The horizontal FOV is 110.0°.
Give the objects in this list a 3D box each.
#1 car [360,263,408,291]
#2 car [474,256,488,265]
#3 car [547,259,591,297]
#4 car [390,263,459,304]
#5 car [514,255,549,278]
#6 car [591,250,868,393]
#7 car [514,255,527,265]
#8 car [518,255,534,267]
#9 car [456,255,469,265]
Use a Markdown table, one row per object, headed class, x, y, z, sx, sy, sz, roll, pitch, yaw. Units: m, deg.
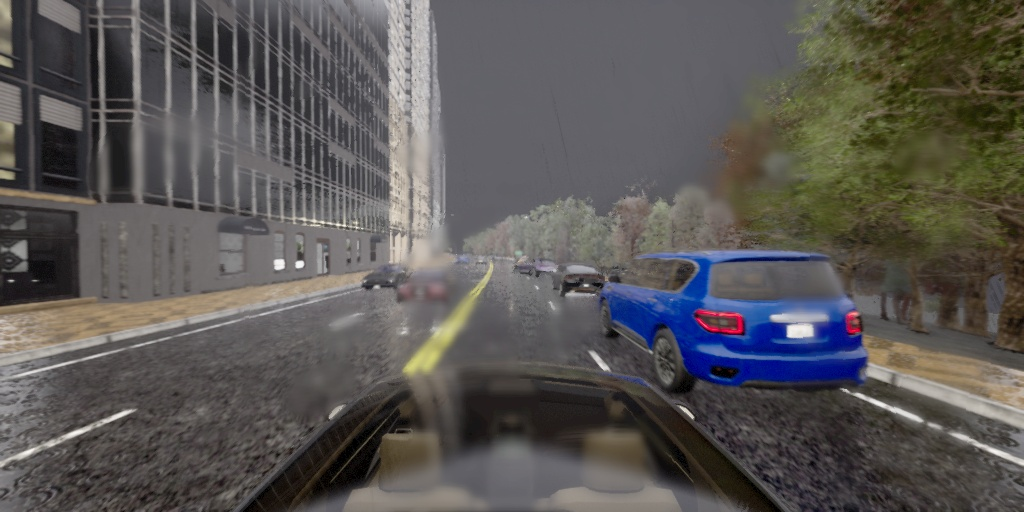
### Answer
| class | x | y | z | sx | sy | sz | roll | pitch | yaw |
| --- | --- | --- | --- | --- | --- | --- | --- | --- | --- |
| car | -6.786 | 1.128 | 20.558 | 2.033 | 1.411 | 5.357 | 0 | 1 | -1 |
| car | -4.965 | 0.692 | 58.084 | 2.128 | 1.511 | 4.902 | 0 | 1 | -3 |
| car | 3.121 | 1.070 | 17.757 | 1.882 | 1.535 | 5.008 | 0 | 1 | -1 |
| car | -3.454 | 1.189 | 15.396 | 1.994 | 1.385 | 4.181 | 0 | 1 | -1 |
| car | 1.932 | 0.903 | 30.170 | 2.033 | 1.649 | 4.856 | 0 | 1 | -26 |
| car | 3.242 | 0.919 | 6.729 | 2.150 | 2.045 | 5.566 | 0 | 1 | 0 |
| car | 1.350 | 0.653 | 61.943 | 1.837 | 1.490 | 4.892 | 0 | 1 | -4 |
| car | 1.976 | 0.717 | 51.094 | 1.801 | 1.575 | 5.366 | 0 | 1 | -3 |
| car | -8.390 | 0.651 | 60.927 | 1.882 | 1.535 | 5.008 | 0 | 1 | -3 |
